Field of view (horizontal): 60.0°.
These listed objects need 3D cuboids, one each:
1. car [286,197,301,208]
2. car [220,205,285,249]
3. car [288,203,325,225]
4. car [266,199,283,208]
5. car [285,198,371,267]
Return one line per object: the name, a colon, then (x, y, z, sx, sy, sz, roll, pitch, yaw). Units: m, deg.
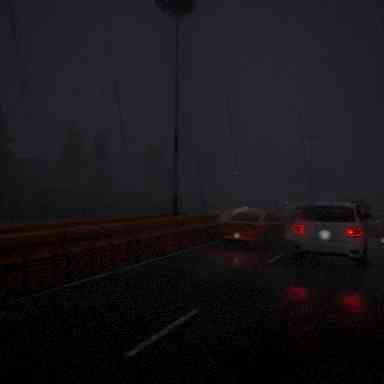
car: (18.325, 1.895, 59.869, 2.097, 1.767, 4.553, 0, 0, 24)
car: (2.991, 1.599, 15.450, 1.882, 1.535, 5.008, 0, 0, 29)
car: (9.737, 1.758, 28.002, 2.128, 1.511, 4.902, 0, 0, 29)
car: (15.305, 2.015, 61.631, 2.128, 1.511, 4.902, 0, 0, 24)
car: (5.270, 1.351, 12.328, 2.150, 2.045, 5.566, 0, 0, 29)
